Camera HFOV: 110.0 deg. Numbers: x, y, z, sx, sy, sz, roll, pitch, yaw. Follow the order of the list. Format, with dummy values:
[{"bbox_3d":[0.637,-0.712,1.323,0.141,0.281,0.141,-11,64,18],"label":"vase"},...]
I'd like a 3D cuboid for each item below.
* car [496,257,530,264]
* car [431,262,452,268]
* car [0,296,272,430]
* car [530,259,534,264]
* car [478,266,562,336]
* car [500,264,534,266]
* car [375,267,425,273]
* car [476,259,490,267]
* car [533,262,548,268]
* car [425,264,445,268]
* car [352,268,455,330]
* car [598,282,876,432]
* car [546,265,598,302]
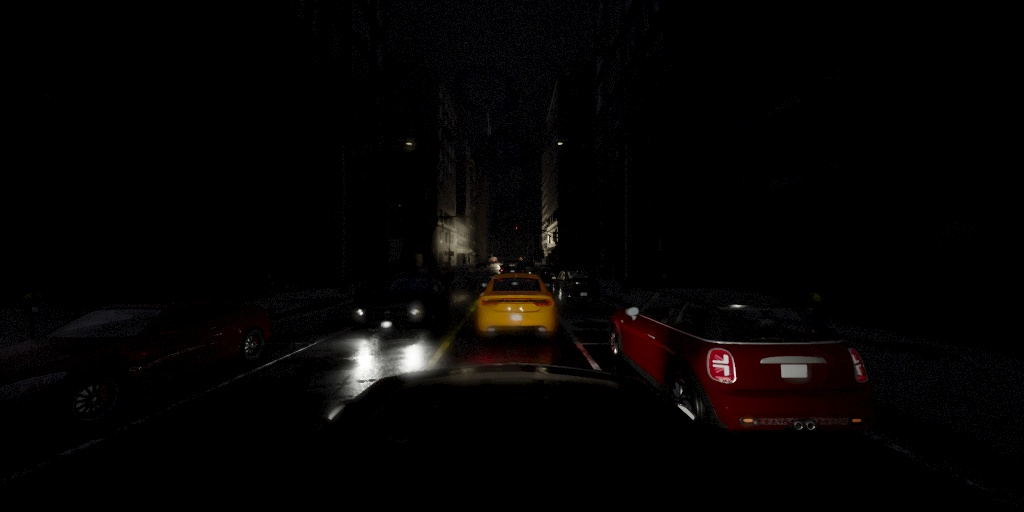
[{"bbox_3d":[0.085,1.105,28.180,2.097,1.767,4.553,0,0,1],"label":"car"},{"bbox_3d":[-5.615,1.193,27.595,1.967,1.591,4.097,0,0,0],"label":"car"},{"bbox_3d":[-5.661,1.332,5.590,1.802,1.307,4.207,0,0,0],"label":"car"},{"bbox_3d":[3.023,1.232,64.665,1.967,1.591,4.097,0,0,0],"label":"car"},{"bbox_3d":[0.115,1.228,10.460,1.882,1.535,5.008,0,0,0],"label":"car"},{"bbox_3d":[0.138,1.315,19.448,1.994,1.385,4.181,0,0,0],"label":"car"},{"bbox_3d":[-5.638,1.317,16.592,1.948,1.339,4.313,0,0,0],"label":"car"},{"bbox_3d":[-5.502,1.374,64.697,1.802,1.307,4.207,0,0,0],"label":"car"},{"bbox_3d":[2.910,1.318,27.577,1.948,1.339,4.313,0,0,0],"label":"car"},{"bbox_3d":[-5.627,1.334,22.093,1.802,1.307,4.207,0,0,0],"label":"car"},{"bbox_3d":[-3.077,1.297,11.452,2.033,1.411,5.357,0,0,0],"label":"car"},{"bbox_3d":[2.865,1.190,5.571,1.967,1.591,4.097,0,0,0],"label":"car"},{"bbox_3d":[2.887,1.301,16.574,2.007,1.370,4.403,0,0,0],"label":"car"}]
